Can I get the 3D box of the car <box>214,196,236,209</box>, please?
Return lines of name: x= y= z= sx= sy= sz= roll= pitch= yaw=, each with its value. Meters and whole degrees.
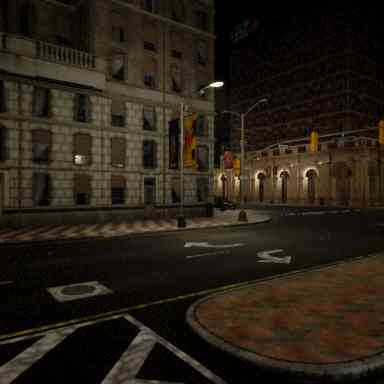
car: x=3.735 y=1.352 z=43.649 sx=2.097 sy=1.767 sz=4.553 roll=0 pitch=0 yaw=-36
